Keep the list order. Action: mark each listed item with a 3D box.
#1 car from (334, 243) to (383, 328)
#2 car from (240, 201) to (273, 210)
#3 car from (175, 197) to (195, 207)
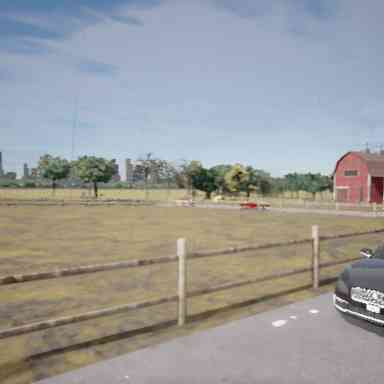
[{"bbox_3d":[4.720,1.517,6.442,4.892,1.490,1.837,0,0,-36],"label":"car"},{"bbox_3d":[9.167,1.872,47.400,1.895,1.301,4.718,-1,0,-35],"label":"car"},{"bbox_3d":[-1.362,1.862,62.411,2.097,1.767,4.553,-1,0,-35],"label":"car"}]
